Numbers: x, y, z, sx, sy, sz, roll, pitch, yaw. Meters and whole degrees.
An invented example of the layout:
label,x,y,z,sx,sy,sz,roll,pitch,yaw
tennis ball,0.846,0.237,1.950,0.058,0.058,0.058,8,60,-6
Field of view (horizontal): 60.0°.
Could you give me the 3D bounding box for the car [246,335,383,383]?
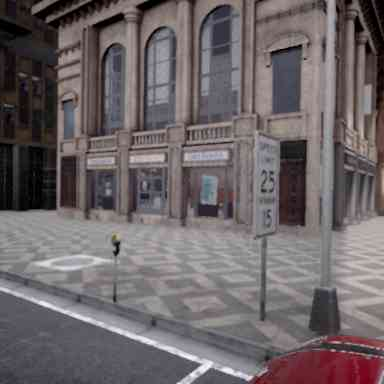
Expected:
label,x,y,z,sx,sy,sz,roll,pitch,yaw
car,2.017,1.446,1.511,4.097,1.590,1.967,0,1,35
